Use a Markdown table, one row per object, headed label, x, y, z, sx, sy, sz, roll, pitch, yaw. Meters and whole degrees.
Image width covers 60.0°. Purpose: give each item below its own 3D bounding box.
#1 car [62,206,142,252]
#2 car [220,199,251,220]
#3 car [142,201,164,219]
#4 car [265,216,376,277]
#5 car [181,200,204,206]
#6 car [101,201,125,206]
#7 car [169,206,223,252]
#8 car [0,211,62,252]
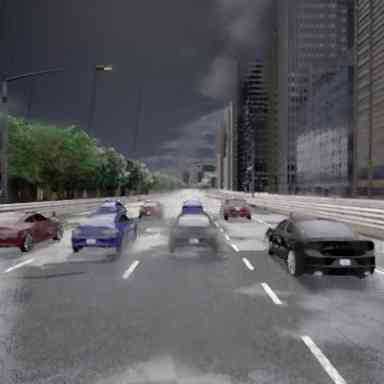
| label | x | y | z | sx | sy | sz | roll | pitch | yaw |
| --- | --- | --- | --- | --- | --- | --- | --- | --- | --- |
| car | -3.427 | 1.510 | 13.609 | 1.812 | 1.442 | 4.674 | 0 | 0 | 0 |
| car | 3.537 | 1.331 | 27.709 | 2.097 | 1.767 | 4.553 | 0 | 0 | 0 |
| car | -3.463 | 1.505 | 28.974 | 1.812 | 1.442 | 4.674 | 0 | 0 | 0 |
| car | 3.566 | 1.464 | 10.193 | 1.882 | 1.535 | 5.008 | 0 | 0 | 0 |
| car | 0.036 | 1.456 | 29.480 | 1.882 | 1.535 | 5.008 | 0 | 0 | 0 |
| car | -6.963 | 1.505 | 29.001 | 1.812 | 1.442 | 4.674 | 0 | 0 | 0 |
| car | 0.079 | 1.510 | 13.697 | 1.812 | 1.442 | 4.674 | 0 | 0 | 0 |
| car | -6.926 | 1.510 | 13.588 | 1.812 | 1.442 | 4.674 | 0 | 0 | 0 |
